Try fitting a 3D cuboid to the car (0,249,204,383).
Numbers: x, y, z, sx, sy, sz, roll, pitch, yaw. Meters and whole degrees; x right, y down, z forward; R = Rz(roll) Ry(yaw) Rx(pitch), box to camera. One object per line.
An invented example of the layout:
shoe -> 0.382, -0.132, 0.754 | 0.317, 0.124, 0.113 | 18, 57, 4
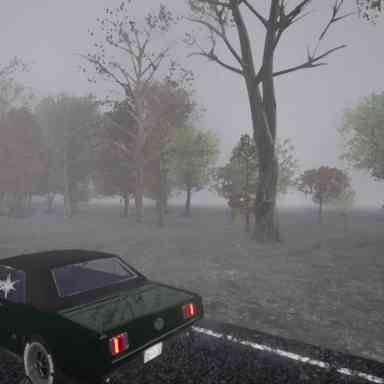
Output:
car -> -2.265, 1.565, 5.121 | 4.718, 1.301, 1.895 | 0, -1, 35
